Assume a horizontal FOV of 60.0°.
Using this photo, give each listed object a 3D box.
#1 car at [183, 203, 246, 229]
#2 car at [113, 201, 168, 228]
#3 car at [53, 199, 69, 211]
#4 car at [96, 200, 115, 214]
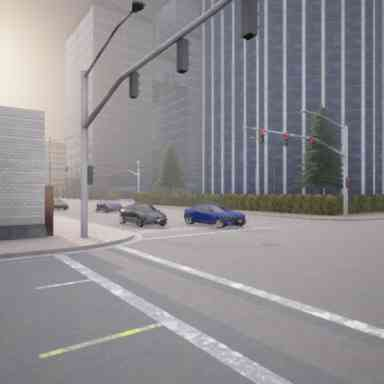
[{"bbox_3d":[1.426,1.528,22.318,1.882,1.535,5.008,0,0,-38],"label":"car"},{"bbox_3d":[-3.430,1.557,22.748,1.837,1.490,4.892,0,0,-34],"label":"car"},{"bbox_3d":[-17.079,1.599,41.892,2.033,1.411,5.357,0,0,-35],"label":"car"},{"bbox_3d":[-9.132,1.576,36.768,1.812,1.442,4.674,0,0,-36],"label":"car"}]
